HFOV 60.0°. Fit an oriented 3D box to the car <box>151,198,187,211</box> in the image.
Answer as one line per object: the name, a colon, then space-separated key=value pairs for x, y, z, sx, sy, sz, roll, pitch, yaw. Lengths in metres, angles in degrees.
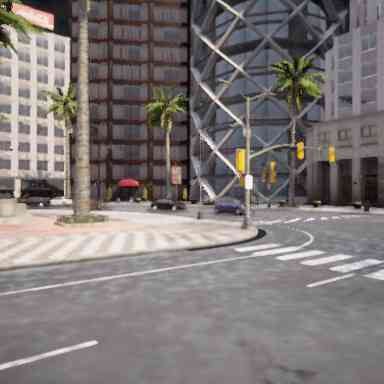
car: x=-2.925 y=1.559 z=41.703 sx=5.008 sy=1.535 sz=1.882 roll=0 pitch=0 yaw=35

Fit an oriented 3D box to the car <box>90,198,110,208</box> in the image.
car: x=-13.868 y=1.586 z=46.904 sx=4.674 sy=1.442 sz=1.812 roll=0 pitch=0 yaw=13

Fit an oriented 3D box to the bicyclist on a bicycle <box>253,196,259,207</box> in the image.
bicyclist on a bicycle: x=9.766 y=1.437 z=50.454 sx=0.582 sy=1.620 sz=1.656 roll=0 pitch=0 yaw=42

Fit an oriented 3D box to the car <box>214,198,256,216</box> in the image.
car: x=4.425 y=1.439 z=34.310 sx=2.097 sy=1.767 sz=4.553 roll=0 pitch=0 yaw=-39

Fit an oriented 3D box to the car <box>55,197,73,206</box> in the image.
car: x=-22.069 y=1.580 z=55.083 sx=4.674 sy=1.442 sz=1.812 roll=0 pitch=0 yaw=2

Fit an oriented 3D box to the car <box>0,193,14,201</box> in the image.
car: x=-31.862 y=1.246 z=54.457 sx=5.566 sy=2.045 sz=2.150 roll=0 pitch=0 yaw=-10

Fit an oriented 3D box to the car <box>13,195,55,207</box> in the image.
car: x=-24.431 y=1.545 z=51.656 sx=4.892 sy=1.490 sz=1.837 roll=0 pitch=0 yaw=-1
